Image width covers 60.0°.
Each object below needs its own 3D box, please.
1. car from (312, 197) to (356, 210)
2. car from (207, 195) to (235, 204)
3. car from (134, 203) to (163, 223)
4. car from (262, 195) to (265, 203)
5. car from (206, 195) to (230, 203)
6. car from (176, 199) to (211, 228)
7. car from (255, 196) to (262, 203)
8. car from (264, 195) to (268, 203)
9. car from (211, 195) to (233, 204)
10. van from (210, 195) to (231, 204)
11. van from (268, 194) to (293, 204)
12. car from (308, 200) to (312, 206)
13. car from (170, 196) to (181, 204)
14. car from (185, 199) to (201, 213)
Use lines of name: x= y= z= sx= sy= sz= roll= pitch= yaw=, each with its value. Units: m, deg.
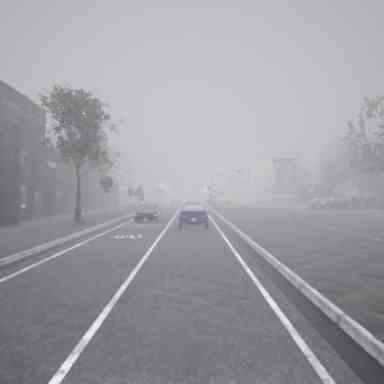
car: x=18.763 y=1.392 z=43.507 sx=4.553 sy=1.767 sz=2.185 roll=0 pitch=0 yaw=0
car: x=6.102 y=1.701 z=68.020 sx=5.366 sy=1.575 sz=1.946 roll=0 pitch=-1 yaw=0
car: x=-3.344 y=1.594 z=26.532 sx=2.033 sy=1.411 sz=5.357 roll=0 pitch=0 yaw=0
car: x=18.702 y=1.801 z=72.925 sx=5.366 sy=1.575 sz=1.946 roll=0 pitch=-1 yaw=0
car: x=6.212 y=1.735 z=80.171 sx=5.566 sy=2.045 sz=2.435 roll=0 pitch=-2 yaw=-1
car: x=0.096 y=1.517 z=22.745 sx=1.882 sy=1.535 sz=5.008 roll=0 pitch=0 yaw=0
car: x=18.443 y=1.693 z=78.645 sx=5.566 sy=2.045 sz=2.435 roll=0 pitch=-2 yaw=-1
car: x=18.722 y=1.745 z=70.265 sx=5.366 sy=1.575 sz=1.946 roll=0 pitch=-1 yaw=0
car: x=6.295 y=1.632 z=70.941 sx=4.553 sy=1.767 sz=2.185 roll=0 pitch=-1 yaw=0
van: x=6.356 y=1.601 z=73.981 sx=4.442 sy=1.987 sz=1.878 roll=0 pitch=-1 yaw=0
van: x=18.442 y=1.470 z=67.473 sx=4.442 sy=1.987 sz=1.878 roll=0 pitch=-1 yaw=0
car: x=18.693 y=1.564 z=46.677 sx=4.674 sy=1.452 sz=2.002 roll=0 pitch=0 yaw=0
car: x=-3.273 y=1.558 z=67.258 sx=2.097 sy=1.767 sz=4.553 roll=0 pitch=-1 yaw=0
car: x=0.107 y=1.572 z=39.583 sx=1.837 sy=1.490 sz=4.892 roll=0 pitch=0 yaw=0
